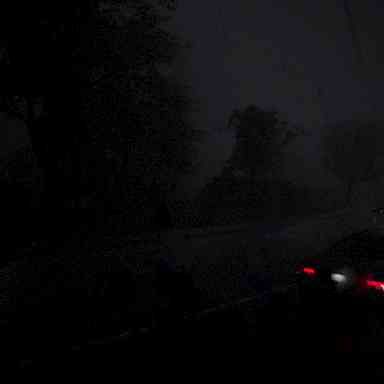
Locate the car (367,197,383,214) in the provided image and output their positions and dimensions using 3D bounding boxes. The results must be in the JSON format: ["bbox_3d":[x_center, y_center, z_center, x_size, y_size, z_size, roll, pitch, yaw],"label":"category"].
[{"bbox_3d":[20.701,1.581,35.944,2.033,1.411,5.357,0,0,34],"label":"car"}]

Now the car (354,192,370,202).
[{"bbox_3d":[37.060,1.102,72.738,2.150,2.045,5.566,0,0,14],"label":"car"}]

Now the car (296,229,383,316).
[{"bbox_3d":[4.505,1.559,7.449,5.357,1.411,2.033,0,0,-40],"label":"car"}]

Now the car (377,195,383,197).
[{"bbox_3d":[39.817,1.466,69.409,1.837,1.490,4.892,0,0,16],"label":"car"}]
